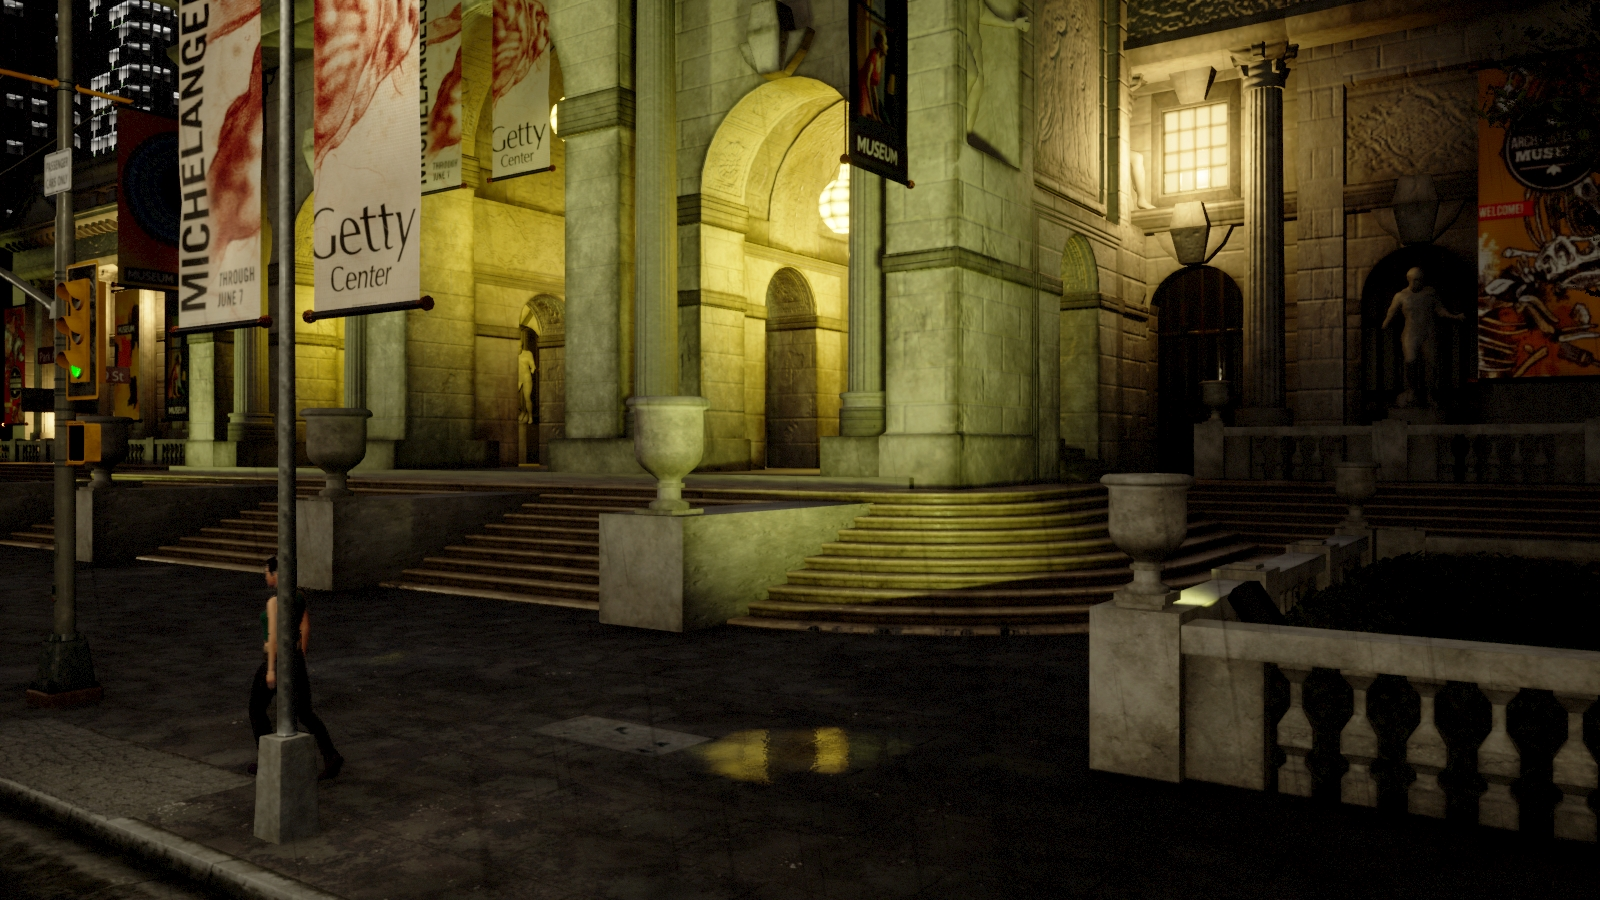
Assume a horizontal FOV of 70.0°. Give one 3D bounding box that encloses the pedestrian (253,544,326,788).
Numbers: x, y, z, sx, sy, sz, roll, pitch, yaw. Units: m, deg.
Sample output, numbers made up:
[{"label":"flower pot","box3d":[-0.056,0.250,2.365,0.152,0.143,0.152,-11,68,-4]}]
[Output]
[{"label":"pedestrian","box3d":[-4.068,1.698,9.119,0.375,1.860,0.375,0,0,20]}]
